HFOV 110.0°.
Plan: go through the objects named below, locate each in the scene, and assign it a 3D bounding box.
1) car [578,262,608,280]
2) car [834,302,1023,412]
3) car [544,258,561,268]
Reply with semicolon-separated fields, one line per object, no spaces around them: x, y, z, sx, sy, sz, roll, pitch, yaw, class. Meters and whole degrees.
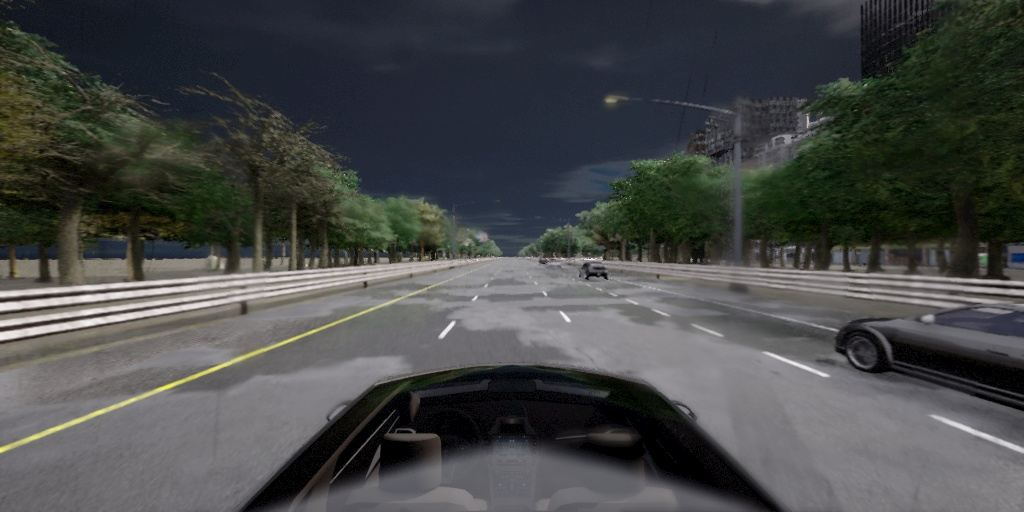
7.008;1.265;31.314;1.837;1.490;4.892;0;0;0;car
6.999;1.320;4.924;1.994;1.385;4.181;0;0;0;car
7.021;1.362;60.324;1.895;1.301;4.718;0;0;0;car
